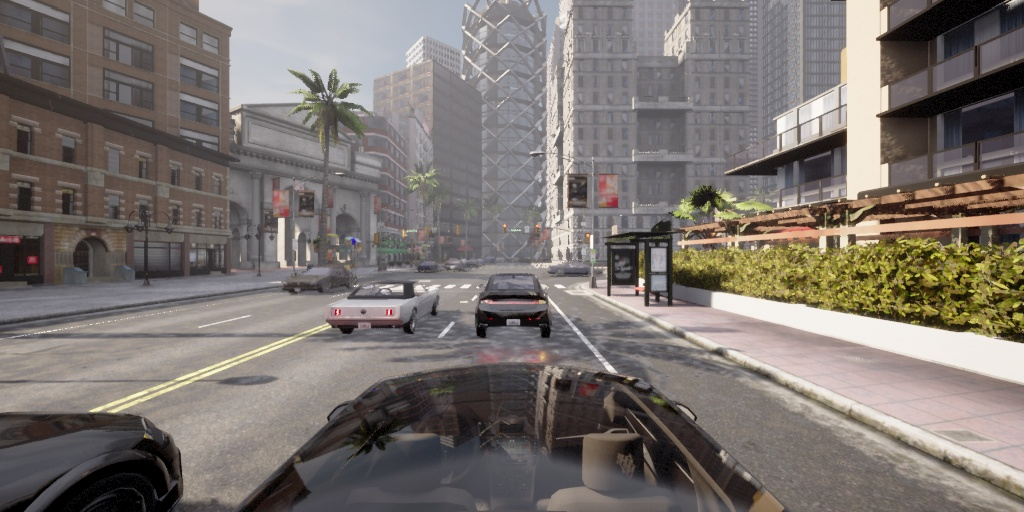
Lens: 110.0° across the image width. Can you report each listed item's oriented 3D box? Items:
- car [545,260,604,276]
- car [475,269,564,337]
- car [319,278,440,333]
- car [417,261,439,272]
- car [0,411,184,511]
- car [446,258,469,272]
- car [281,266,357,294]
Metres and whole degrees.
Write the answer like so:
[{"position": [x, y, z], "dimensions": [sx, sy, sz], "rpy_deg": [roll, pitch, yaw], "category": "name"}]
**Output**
[{"position": [6.092, 1.297, 34.763], "dimensions": [5.357, 1.411, 2.033], "rpy_deg": [0, 0, 7], "category": "car"}, {"position": [0.041, 1.242, 10.289], "dimensions": [2.128, 1.511, 4.902], "rpy_deg": [0, 0, 0], "category": "car"}, {"position": [-3.457, 1.351, 10.668], "dimensions": [1.895, 1.301, 4.718], "rpy_deg": [0, 0, 0], "category": "car"}, {"position": [-10.695, 1.351, 45.737], "dimensions": [1.895, 1.301, 4.718], "rpy_deg": [0, 0, 0], "category": "car"}, {"position": [-3.392, 1.314, 0.849], "dimensions": [1.994, 1.385, 4.181], "rpy_deg": [0, 0, 0], "category": "car"}, {"position": [-7.195, 1.241, 45.913], "dimensions": [2.128, 1.511, 4.902], "rpy_deg": [0, 0, 0], "category": "car"}, {"position": [-10.640, 1.297, 20.429], "dimensions": [2.033, 1.411, 5.357], "rpy_deg": [0, 0, 0], "category": "car"}]
